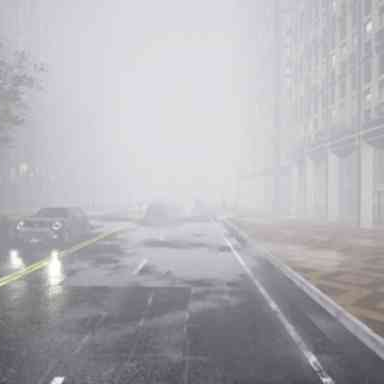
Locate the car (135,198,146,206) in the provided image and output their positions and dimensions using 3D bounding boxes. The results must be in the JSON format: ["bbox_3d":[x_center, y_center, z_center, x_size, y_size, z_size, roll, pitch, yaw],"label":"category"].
[{"bbox_3d":[-9.573,1.898,63.395,1.812,1.442,4.674,0,0,1],"label":"car"}]

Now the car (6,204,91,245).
[{"bbox_3d":[-6.540,1.449,16.084,2.097,1.767,4.553,0,0,0],"label":"car"}]

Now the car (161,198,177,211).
[{"bbox_3d":[-3.011,1.878,45.360,1.895,1.301,4.718,0,0,0],"label":"car"}]

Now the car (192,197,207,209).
[{"bbox_3d":[1.297,1.841,51.286,1.812,1.442,4.674,0,0,0],"label":"car"}]

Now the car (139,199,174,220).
[{"bbox_3d":[-3.060,1.677,29.773,2.128,1.511,4.902,0,0,0],"label":"car"}]

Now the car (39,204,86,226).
[{"bbox_3d":[-9.708,1.677,25.385,1.812,1.442,4.674,0,0,0],"label":"car"}]

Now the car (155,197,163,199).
[{"bbox_3d":[-6.329,1.729,63.461,2.097,1.767,4.553,0,0,1],"label":"car"}]

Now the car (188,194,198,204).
[{"bbox_3d":[0.220,1.759,70.077,2.128,1.511,4.902,0,0,0],"label":"car"}]

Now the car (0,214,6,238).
[{"bbox_3d":[-9.798,1.688,15.099,1.895,1.301,4.718,0,0,0],"label":"car"}]

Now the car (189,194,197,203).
[{"bbox_3d":[0.262,1.638,83.500,2.150,2.045,5.566,0,0,0],"label":"car"}]
